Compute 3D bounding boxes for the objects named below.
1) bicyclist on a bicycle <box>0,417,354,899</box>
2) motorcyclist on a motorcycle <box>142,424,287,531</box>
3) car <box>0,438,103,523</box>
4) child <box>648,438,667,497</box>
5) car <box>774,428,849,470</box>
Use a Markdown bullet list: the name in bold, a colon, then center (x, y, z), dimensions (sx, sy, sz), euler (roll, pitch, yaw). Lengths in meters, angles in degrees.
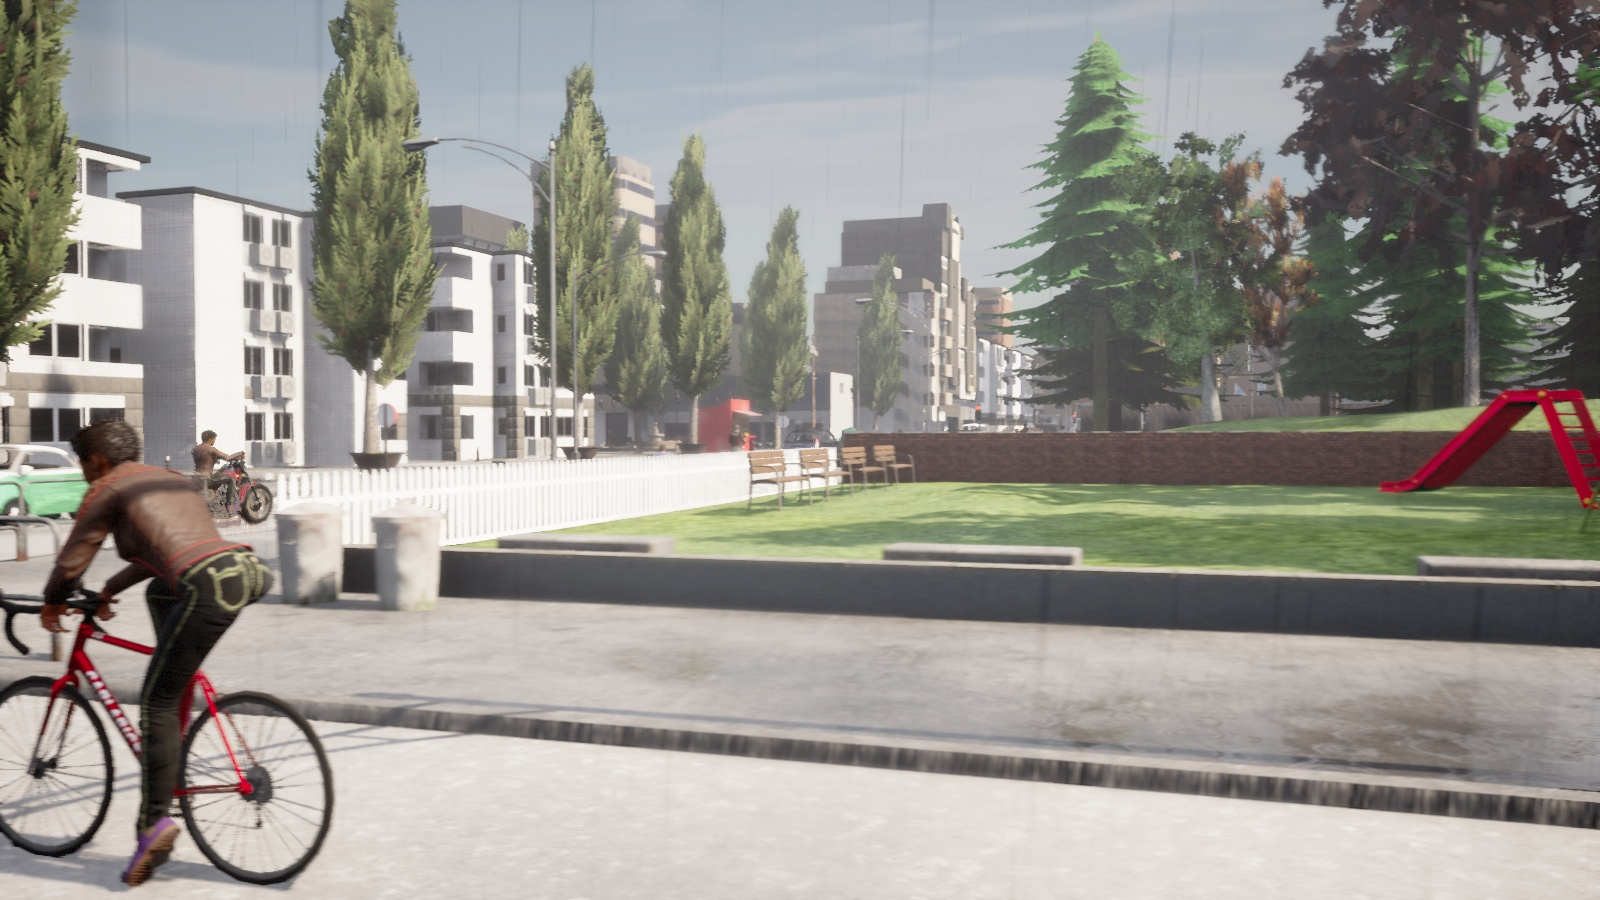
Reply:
- **bicyclist on a bicycle**: center (-2.506, 0.697, 4.553), dimensions (1.656, 1.620, 0.582), euler (0, 1, 18)
- **motorcyclist on a motorcycle**: center (-9.576, 0.410, 20.675), dimensions (0.766, 1.649, 2.350), euler (1, 1, 18)
- **car**: center (-13.472, 0.485, 21.576), dimensions (1.481, 1.376, 2.207), euler (1, 1, 18)
- **child**: center (-3.078, 0.371, 27.110), dimensions (0.270, 1.263, 0.437), euler (0, 1, 14)
- **car**: center (0.507, -0.083, 50.612), dimensions (1.851, 1.617, 3.988), euler (1, 1, 19)
